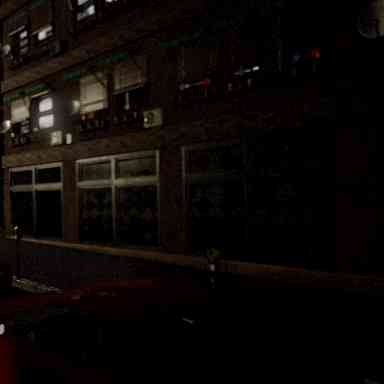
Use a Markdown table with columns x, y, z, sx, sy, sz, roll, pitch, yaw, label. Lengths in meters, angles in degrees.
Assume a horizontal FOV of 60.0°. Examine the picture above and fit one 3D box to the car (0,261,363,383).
| x | y | z | sx | sy | sz | roll | pitch | yaw | label |
| --- | --- | --- | --- | --- | --- | --- | --- | --- | --- |
| -0.763 | 1.545 | 3.288 | 4.507 | 1.381 | 1.887 | 0 | -1 | 36 | car |
